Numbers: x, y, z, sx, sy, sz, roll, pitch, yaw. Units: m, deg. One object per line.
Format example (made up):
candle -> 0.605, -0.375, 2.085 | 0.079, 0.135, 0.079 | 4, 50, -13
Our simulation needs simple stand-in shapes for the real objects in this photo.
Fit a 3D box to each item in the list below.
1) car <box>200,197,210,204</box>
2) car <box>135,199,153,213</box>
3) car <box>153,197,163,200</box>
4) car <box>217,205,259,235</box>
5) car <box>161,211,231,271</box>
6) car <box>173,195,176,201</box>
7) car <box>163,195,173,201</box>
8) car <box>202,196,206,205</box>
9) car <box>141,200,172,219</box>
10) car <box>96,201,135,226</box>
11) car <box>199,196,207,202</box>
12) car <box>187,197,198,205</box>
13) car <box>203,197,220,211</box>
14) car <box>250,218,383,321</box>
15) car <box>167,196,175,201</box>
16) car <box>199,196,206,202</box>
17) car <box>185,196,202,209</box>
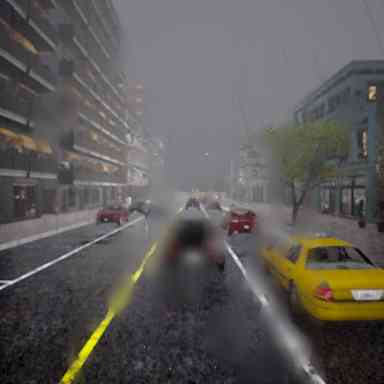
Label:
car -> 2.683, 1.719, 69.677 | 2.008, 1.369, 4.403 | -1, 0, 0
car -> -5.698, 1.650, 35.642 | 1.947, 1.339, 4.313 | -1, 0, 0
car -> -5.698, 1.662, 46.996 | 2.008, 1.369, 4.403 | -1, 0, 0
car -> 2.681, 1.588, 18.580 | 1.887, 1.381, 4.507 | -1, 0, 0
car -> 0.024, 1.552, 10.916 | 1.812, 1.442, 4.674 | 0, 0, 0
car -> -5.697, 1.792, 86.738 | 1.802, 1.307, 4.206 | -1, 0, 0
car -> -5.698, 1.734, 69.706 | 1.947, 1.339, 4.313 | -1, 0, 0
car -> 2.683, 1.720, 64.000 | 1.947, 1.339, 4.313 | -1, 0, 0
car -> -3.029, 1.671, 29.703 | 1.895, 1.301, 4.718 | 0, 0, 1
car -> -5.699, 1.601, 24.287 | 1.887, 1.381, 4.507 | -1, 0, 0
car -> 2.683, 1.741, 81.032 | 1.887, 1.381, 4.507 | -1, 0, 0
car -> 0.103, 1.702, 64.150 | 2.033, 1.411, 5.357 | 0, 0, 0
car -> 2.682, 1.680, 41.290 | 1.802, 1.307, 4.206 | -1, 0, 0
car -> 2.681, 1.543, 7.396 | 1.752, 1.417, 4.829 | -1, 0, 0
car -> -5.697, 1.790, 92.416 | 1.947, 1.339, 4.313 | -1, 0, 0
car -> 2.683, 1.737, 86.880 | 1.752, 1.417, 4.829 | -1, 0, 0
car -> 0.102, 1.613, 46.506 | 1.837, 1.490, 4.892 | 0, -1, 0
